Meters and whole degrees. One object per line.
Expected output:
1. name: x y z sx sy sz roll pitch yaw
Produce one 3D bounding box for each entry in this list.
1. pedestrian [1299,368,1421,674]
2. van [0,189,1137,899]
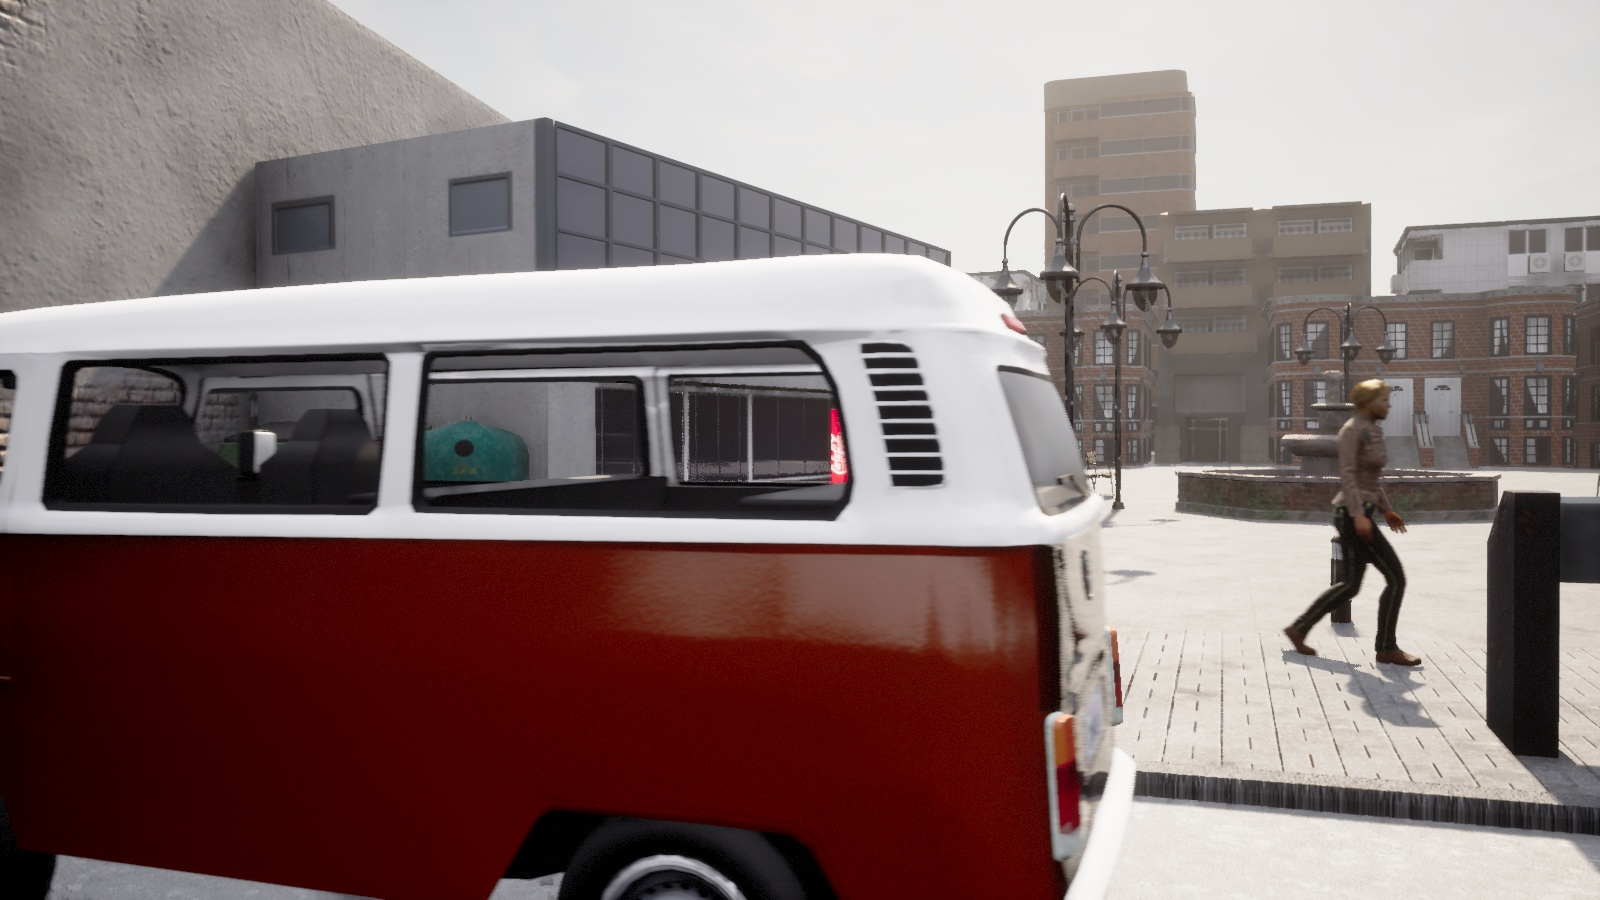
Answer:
1. pedestrian: 3.501 0.423 7.861 0.634 1.846 0.331 1 1 33
2. van: -1.277 0.479 4.145 4.480 2.038 2.069 1 1 19
